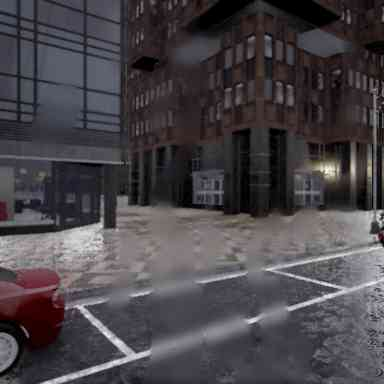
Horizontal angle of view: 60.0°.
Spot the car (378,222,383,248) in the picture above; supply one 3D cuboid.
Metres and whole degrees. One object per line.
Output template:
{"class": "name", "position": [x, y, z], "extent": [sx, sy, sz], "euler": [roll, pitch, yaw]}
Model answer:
{"class": "car", "position": [9.617, 1.363, 13.511], "extent": [5.009, 1.841, 2.192], "euler": [0, 0, -36]}

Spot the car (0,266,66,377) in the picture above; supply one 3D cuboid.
{"class": "car", "position": [-3.879, 1.540, 3.885], "extent": [4.507, 1.381, 1.887], "euler": [0, 0, -36]}
